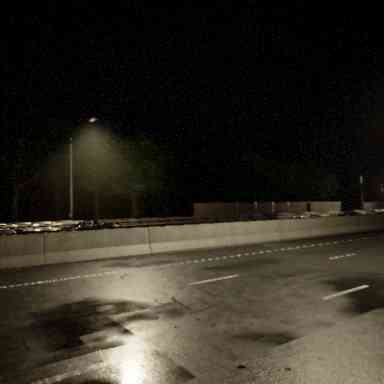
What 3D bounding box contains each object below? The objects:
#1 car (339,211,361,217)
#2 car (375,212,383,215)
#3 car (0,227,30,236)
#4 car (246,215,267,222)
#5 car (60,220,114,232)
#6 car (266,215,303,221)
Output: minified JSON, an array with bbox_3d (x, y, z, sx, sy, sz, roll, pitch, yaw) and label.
[{"bbox_3d":[27.239,3.962,57.150,4.674,1.442,1.812,1,-4,-34],"label":"car"},{"bbox_3d":[24.576,3.258,42.565,5.357,1.411,2.033,1,-4,-35],"label":"car"},{"bbox_3d":[-11.178,2.769,17.404,5.357,1.411,2.033,1,-4,-35],"label":"car"},{"bbox_3d":[8.874,3.494,40.081,5.357,1.411,2.033,1,-4,-35],"label":"car"},{"bbox_3d":[-9.814,3.426,31.208,4.892,1.490,1.837,0,-3,-35],"label":"car"},{"bbox_3d":[10.948,3.346,37.253,4.718,1.301,1.895,1,-4,-35],"label":"car"}]
